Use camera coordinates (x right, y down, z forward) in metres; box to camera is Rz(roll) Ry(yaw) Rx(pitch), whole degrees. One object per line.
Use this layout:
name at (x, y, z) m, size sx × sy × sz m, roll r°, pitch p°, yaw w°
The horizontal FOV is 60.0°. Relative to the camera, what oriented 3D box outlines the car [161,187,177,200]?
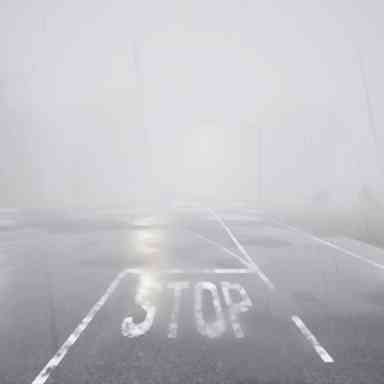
car at (-3.649, 0.244, 53.539) m, size 2.150 × 2.045 × 5.566 m, roll 0°, pitch 1°, yaw -1°
